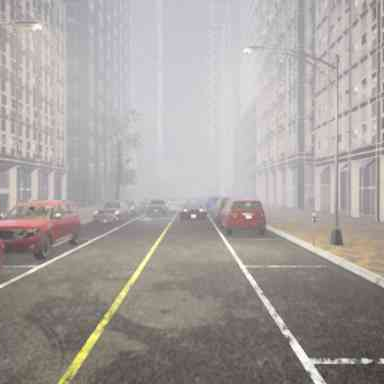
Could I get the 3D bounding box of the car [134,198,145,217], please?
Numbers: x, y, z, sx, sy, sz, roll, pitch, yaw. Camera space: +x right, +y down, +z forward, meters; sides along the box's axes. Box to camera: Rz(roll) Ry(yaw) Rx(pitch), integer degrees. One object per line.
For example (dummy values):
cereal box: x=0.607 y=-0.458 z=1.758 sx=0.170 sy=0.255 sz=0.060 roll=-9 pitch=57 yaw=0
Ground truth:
car: x=-5.698 y=1.338 z=29.530 sx=1.967 sy=1.590 sz=4.097 roll=0 pitch=0 yaw=0

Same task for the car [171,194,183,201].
car: x=-3.011 y=1.156 z=72.936 sx=1.882 sy=1.535 sz=5.008 roll=0 pitch=0 yaw=0

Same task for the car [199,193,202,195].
car: x=2.680 y=1.327 z=58.024 sx=2.008 sy=1.369 sz=4.403 roll=0 pitch=0 yaw=0

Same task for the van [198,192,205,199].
van: x=2.675 y=0.935 z=92.211 sx=1.690 sy=1.788 sz=3.998 roll=0 pitch=0 yaw=0

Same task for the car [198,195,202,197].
car: x=0.095 y=1.410 z=42.243 sx=1.994 sy=1.385 sz=4.181 roll=0 pitch=0 yaw=0

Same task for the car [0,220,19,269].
car: x=-5.694 y=1.524 z=6.737 sx=1.887 sy=1.381 sz=4.507 roll=0 pitch=0 yaw=0

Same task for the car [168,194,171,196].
car: x=-5.703 y=1.255 z=75.117 sx=1.947 sy=1.339 sz=4.313 roll=0 pitch=0 yaw=0

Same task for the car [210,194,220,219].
car: x=2.683 y=1.234 z=23.830 sx=2.192 sy=1.841 sz=5.009 roll=0 pitch=0 yaw=0

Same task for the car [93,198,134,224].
car: x=-5.697 y=1.360 z=23.831 sx=1.967 sy=1.590 sz=4.097 roll=0 pitch=0 yaw=0

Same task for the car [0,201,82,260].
car: x=-5.696 y=1.275 z=12.435 sx=2.192 sy=1.841 sz=5.009 roll=0 pitch=0 yaw=0

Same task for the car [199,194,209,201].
car: x=2.678 y=1.233 z=75.117 sx=1.887 sy=1.381 sz=4.507 roll=0 pitch=0 yaw=0

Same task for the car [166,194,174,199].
car: x=-5.704 y=1.208 z=86.514 sx=1.802 sy=1.307 sz=4.206 roll=0 pitch=0 yaw=0

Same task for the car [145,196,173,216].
car: x=-3.102 y=1.398 z=30.818 sx=1.837 sy=1.490 sz=4.892 roll=0 pitch=0 yaw=0

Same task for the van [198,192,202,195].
van: x=2.678 y=1.060 z=69.418 sx=1.690 sy=1.788 sz=3.998 roll=0 pitch=0 yaw=0

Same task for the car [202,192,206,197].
car: x=2.681 y=1.167 z=40.925 sx=2.192 sy=1.841 sz=5.009 roll=0 pitch=0 yaw=0

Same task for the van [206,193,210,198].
van: x=2.682 y=1.216 z=35.226 sx=1.690 sy=1.788 sz=3.998 roll=0 pitch=0 yaw=0

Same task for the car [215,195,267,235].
car: x=2.684 y=1.255 z=18.131 sx=2.192 sy=1.841 sz=5.009 roll=0 pitch=0 yaw=0

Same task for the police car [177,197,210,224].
police car: x=0.096 y=1.422 z=24.493 sx=2.038 sy=1.542 sz=4.974 roll=0 pitch=0 yaw=0
